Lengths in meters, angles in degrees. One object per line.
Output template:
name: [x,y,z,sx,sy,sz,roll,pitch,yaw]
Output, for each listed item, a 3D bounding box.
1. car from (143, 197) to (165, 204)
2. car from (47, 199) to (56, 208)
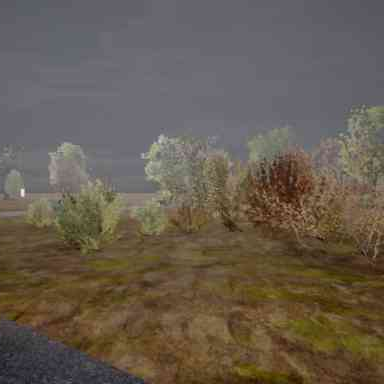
car: [-6.281,1.554,53.954,1.812,1.442,4.674,0,0,39]
car: [-17.365,1.580,39.690,1.994,1.385,4.181,0,0,37]
